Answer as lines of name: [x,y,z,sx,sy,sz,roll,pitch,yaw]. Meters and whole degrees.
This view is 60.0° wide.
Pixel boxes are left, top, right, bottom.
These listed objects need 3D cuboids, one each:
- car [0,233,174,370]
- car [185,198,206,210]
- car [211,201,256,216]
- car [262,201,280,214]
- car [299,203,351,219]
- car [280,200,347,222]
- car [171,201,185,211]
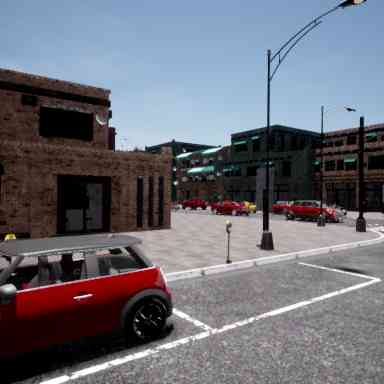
car: [-2.383,1.440,4.844,4.097,1.590,1.967,0,1,-36]
car: [0.307,1.772,50.911,2.192,1.841,5.009,0,-1,-35]
car: [4.074,1.701,35.346,1.882,1.535,5.008,1,-1,-35]
car: [9.803,1.739,37.239,1.967,1.590,4.097,0,-1,-35]
car: [12.967,1.811,32.681,1.947,1.339,4.313,0,-1,-35]
car: [9.901,1.479,27.005,2.097,1.767,4.553,1,-1,-35]
car: [-3.377,1.874,46.093,1.812,1.442,4.674,1,-1,-35]
